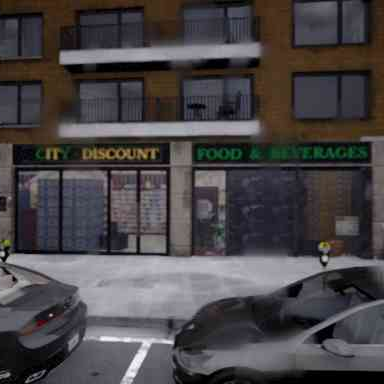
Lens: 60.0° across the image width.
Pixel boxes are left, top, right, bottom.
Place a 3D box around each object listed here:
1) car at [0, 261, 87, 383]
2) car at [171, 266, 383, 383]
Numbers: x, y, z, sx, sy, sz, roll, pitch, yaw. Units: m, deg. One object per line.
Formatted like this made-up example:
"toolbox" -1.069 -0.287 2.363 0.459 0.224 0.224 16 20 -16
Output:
"car" -3.601 1.583 4.238 4.403 1.369 2.008 0 0 6
"car" 1.953 1.565 3.647 4.313 1.339 1.947 0 0 6
